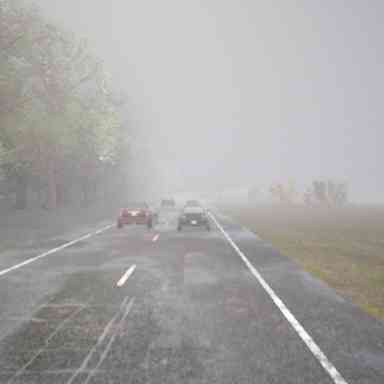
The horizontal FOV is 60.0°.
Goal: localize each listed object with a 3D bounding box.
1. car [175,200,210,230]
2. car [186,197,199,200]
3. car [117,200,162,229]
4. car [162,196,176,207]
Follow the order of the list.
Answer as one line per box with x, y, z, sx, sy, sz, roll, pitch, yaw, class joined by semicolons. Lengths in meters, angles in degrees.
0.102;1.482;20.528;1.812;1.442;4.674;0;0;0;car
0.106;1.413;49.600;1.812;1.442;4.674;0;0;0;car
-3.397;1.307;21.583;2.097;1.767;4.553;0;0;0;car
-3.392;1.368;48.384;1.882;1.535;5.008;0;0;0;car
